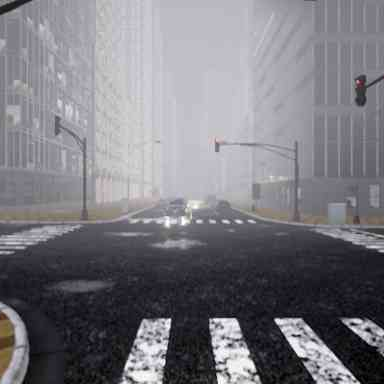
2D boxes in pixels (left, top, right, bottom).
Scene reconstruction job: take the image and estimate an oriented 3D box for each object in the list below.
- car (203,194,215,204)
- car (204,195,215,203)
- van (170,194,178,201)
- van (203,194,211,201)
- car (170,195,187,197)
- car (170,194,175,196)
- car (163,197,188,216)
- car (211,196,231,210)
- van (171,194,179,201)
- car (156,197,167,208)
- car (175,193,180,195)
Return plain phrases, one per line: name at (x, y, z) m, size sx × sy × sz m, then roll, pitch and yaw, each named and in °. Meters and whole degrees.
car at (3.640, 1.314, 64.009) m, size 2.192 × 1.841 × 5.009 m, roll 0°, pitch 0°, yaw 0°
car at (3.604, 1.433, 69.538) m, size 1.967 × 1.590 × 4.097 m, roll 0°, pitch 0°, yaw 0°
van at (-4.347, 1.322, 80.541) m, size 1.690 × 1.788 × 3.998 m, roll 0°, pitch 0°, yaw 0°
van at (3.533, 1.322, 80.592) m, size 1.690 × 1.788 × 3.998 m, roll 0°, pitch 0°, yaw 0°
car at (-1.644, 1.538, 44.893) m, size 1.812 × 1.442 × 4.674 m, roll 0°, pitch 0°, yaw 0°
car at (-4.240, 1.565, 63.959) m, size 1.947 × 1.339 × 4.313 m, roll 0°, pitch 0°, yaw 0°
car at (-1.570, 1.543, 33.126) m, size 1.812 × 1.442 × 4.674 m, roll 0°, pitch 0°, yaw 0°
car at (3.833, 1.580, 41.901) m, size 1.947 × 1.339 × 4.313 m, roll 0°, pitch 0°, yaw 0°
van at (-4.383, 1.317, 86.069) m, size 1.690 × 1.788 × 3.998 m, roll 0°, pitch 0°, yaw 0°
car at (-4.132, 1.593, 47.376) m, size 1.802 × 1.307 × 4.206 m, roll 0°, pitch 0°, yaw 0°
car at (-1.710, 1.492, 63.348) m, size 2.128 × 1.511 × 4.902 m, roll 0°, pitch 0°, yaw 0°
